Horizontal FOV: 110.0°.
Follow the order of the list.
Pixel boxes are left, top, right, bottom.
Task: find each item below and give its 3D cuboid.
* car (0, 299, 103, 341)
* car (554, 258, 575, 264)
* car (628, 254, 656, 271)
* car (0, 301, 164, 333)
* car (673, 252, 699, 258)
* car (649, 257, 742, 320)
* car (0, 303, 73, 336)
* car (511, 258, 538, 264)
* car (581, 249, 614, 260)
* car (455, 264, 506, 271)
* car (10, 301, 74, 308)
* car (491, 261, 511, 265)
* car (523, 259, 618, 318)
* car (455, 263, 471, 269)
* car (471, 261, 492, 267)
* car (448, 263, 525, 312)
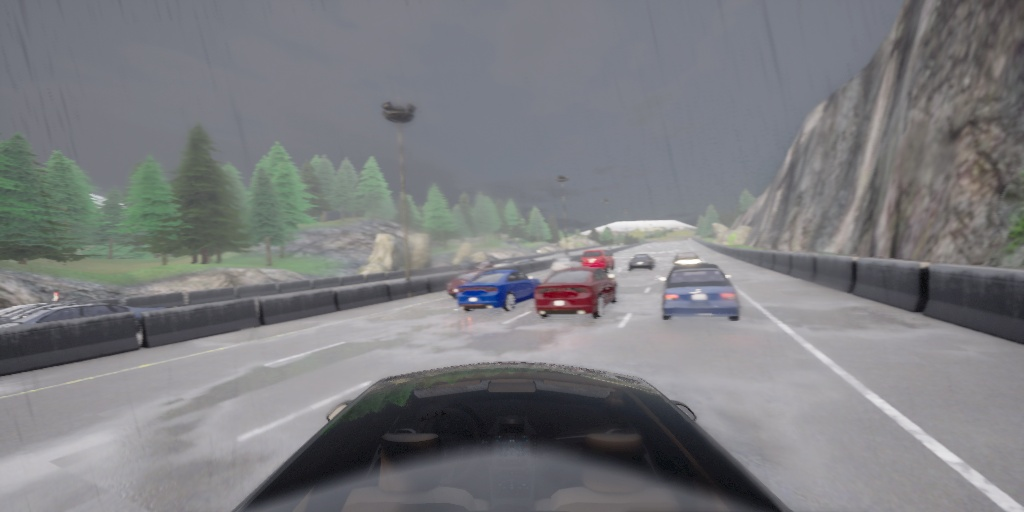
[{"bbox_3d":[-22.822,3.023,16.664,1.812,1.442,4.674,-4,0,25],"label":"car"},{"bbox_3d":[5.304,0.916,34.953,1.812,1.442,4.674,-4,0,25],"label":"car"},{"bbox_3d":[11.436,0.493,31.577,1.994,1.385,4.181,-4,0,25],"label":"car"},{"bbox_3d":[-16.606,2.574,13.469,2.033,1.411,5.357,-4,0,25],"label":"car"},{"bbox_3d":[13.590,0.376,27.945,1.895,1.301,4.718,-4,0,25],"label":"car"},{"bbox_3d":[5.439,0.939,10.636,2.033,1.411,5.357,-4,0,25],"label":"car"},{"bbox_3d":[-26.049,3.342,17.996,1.895,1.301,4.718,-4,0,25],"label":"car"},{"bbox_3d":[2.366,1.099,53.552,2.033,1.411,5.357,-4,1,25],"label":"car"},{"bbox_3d":[7.660,0.440,31.809,2.150,2.045,5.566,-4,0,25],"label":"car"},{"bbox_3d":[-1.764,1.476,19.967,1.812,1.442,4.674,-4,0,25],"label":"car"},{"bbox_3d":[-19.681,2.751,15.144,2.128,1.511,4.902,-4,0,25],"label":"car"},{"bbox_3d":[-0.799,1.392,55.019,1.895,1.301,4.718,-4,1,25],"label":"car"},{"bbox_3d":[2.372,1.101,12.330,1.882,1.535,5.008,-4,0,25],"label":"car"},{"bbox_3d":[-7.103,1.815,58.034,2.033,1.411,5.357,-4,1,25],"label":"car"},{"bbox_3d":[-3.950,1.535,56.539,1.812,1.442,4.674,-4,1,25],"label":"car"},{"bbox_3d":[-0.313,1.308,14.824,1.882,1.535,5.008,-4,0,25],"label":"car"}]
